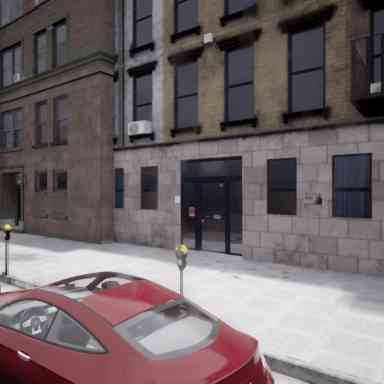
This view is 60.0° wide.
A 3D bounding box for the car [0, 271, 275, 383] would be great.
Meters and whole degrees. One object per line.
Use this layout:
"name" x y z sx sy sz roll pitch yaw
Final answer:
"car" -1.213 1.582 3.684 4.206 1.307 1.802 0 0 36
